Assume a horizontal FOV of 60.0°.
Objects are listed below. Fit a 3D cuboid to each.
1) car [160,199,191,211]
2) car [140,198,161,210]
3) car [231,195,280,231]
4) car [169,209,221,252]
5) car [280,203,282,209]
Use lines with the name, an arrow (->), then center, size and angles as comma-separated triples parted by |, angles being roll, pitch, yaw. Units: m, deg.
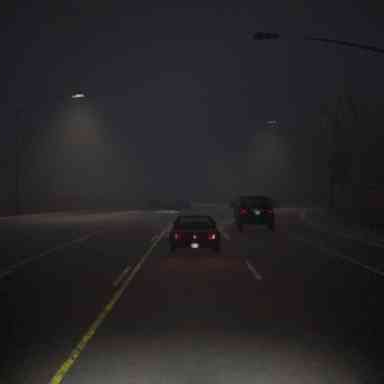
car -> -1.760, 1.607, 41.570 | 1.994, 1.385, 4.181 | -1, 0, 25
car -> -4.879, 1.565, 43.174 | 2.128, 1.511, 4.902 | -1, 0, 25
car -> 3.850, 1.233, 21.083 | 2.150, 2.045, 5.566 | -1, 0, 5
car -> 0.112, 1.616, 14.041 | 1.895, 1.301, 4.718 | 0, 0, 0
car -> 9.515, 1.456, 40.457 | 1.812, 1.442, 4.674 | -1, 0, 29
